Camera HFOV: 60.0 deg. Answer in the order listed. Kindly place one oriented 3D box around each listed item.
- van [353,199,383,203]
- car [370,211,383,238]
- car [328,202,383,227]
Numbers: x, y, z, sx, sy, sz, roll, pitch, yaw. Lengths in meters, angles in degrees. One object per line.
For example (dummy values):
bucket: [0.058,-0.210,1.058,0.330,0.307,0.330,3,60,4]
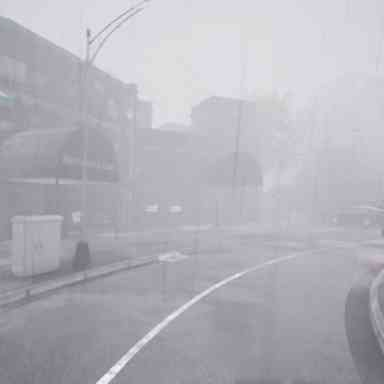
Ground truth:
van: [15.785,1.557,27.765,1.878,1.987,4.442,-2,0,-27]
car: [11.742,1.846,16.966,4.902,1.511,2.128,-1,-1,-29]
car: [13.247,1.859,26.577,2.231,1.521,4.892,-1,0,-27]
